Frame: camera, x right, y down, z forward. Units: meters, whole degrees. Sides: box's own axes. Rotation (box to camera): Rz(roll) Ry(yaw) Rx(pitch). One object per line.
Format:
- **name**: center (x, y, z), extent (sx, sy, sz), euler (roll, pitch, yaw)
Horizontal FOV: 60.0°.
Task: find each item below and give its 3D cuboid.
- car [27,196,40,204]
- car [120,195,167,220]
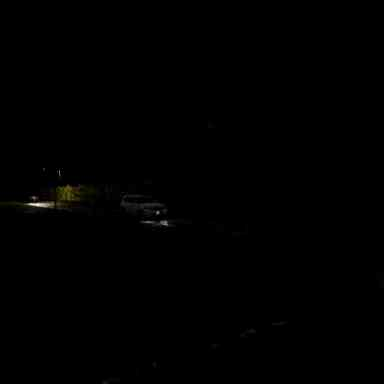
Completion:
- **car**: center (-33.083, 1.650, 69.302), extent (2.128, 1.511, 4.902), euler (-1, 0, -35)
- **car**: center (-4.371, 1.296, 29.075), extent (2.150, 2.045, 5.566), euler (-1, 1, -36)
